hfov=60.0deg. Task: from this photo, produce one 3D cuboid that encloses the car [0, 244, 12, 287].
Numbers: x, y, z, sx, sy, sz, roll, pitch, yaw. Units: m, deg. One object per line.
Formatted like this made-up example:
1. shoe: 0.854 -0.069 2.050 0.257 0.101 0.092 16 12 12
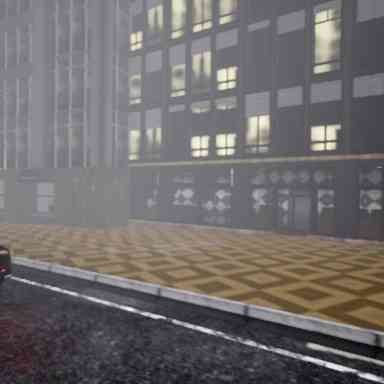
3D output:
1. car: -6.160 1.481 7.714 4.902 1.511 2.128 0 0 33
